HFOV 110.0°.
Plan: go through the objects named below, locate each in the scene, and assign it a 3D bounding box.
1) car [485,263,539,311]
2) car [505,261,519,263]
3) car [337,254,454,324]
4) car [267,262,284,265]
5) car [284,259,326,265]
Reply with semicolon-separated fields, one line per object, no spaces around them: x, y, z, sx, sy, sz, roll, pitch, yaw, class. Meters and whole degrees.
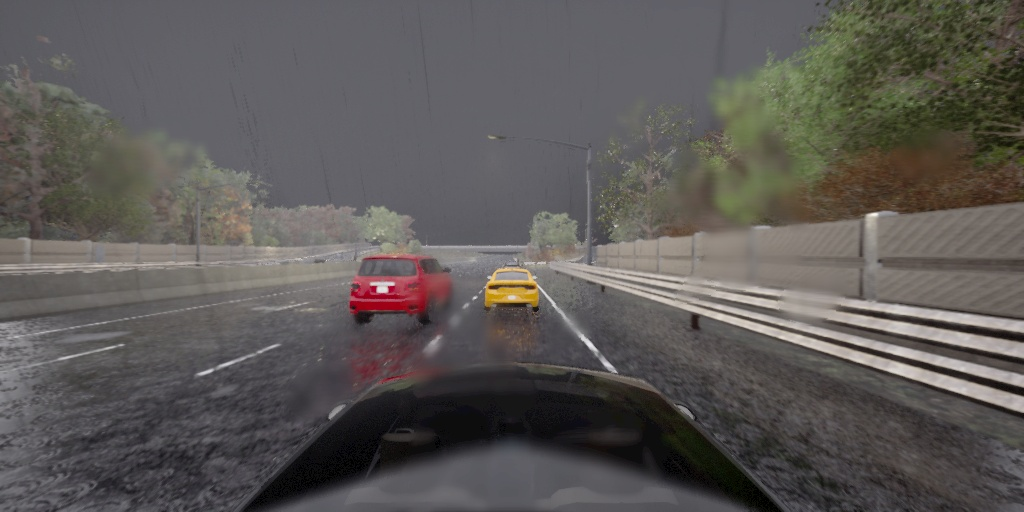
0.001;1.234;14.475;1.882;1.535;5.008;0;0;0;car
0.012;1.268;36.556;2.128;1.511;4.902;0;0;0;car
-3.398;0.975;12.086;2.150;2.045;5.566;0;0;0;car
-24.499;1.325;37.647;2.033;1.411;5.357;0;0;0;car
-21.002;1.127;37.379;2.097;1.767;4.553;0;0;0;car
